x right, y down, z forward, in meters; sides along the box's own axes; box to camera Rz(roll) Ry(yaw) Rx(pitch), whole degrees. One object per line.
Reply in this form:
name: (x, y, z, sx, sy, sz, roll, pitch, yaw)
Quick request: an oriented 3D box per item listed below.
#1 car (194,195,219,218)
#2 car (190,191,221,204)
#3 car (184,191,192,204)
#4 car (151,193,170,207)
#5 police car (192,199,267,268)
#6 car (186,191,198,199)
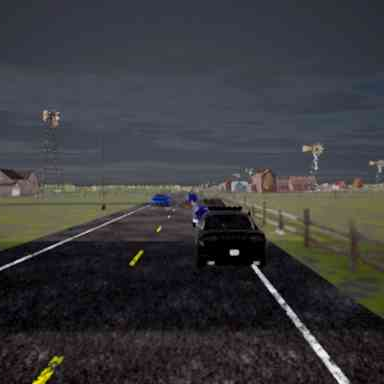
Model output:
car: (1.051, 1.055, 26.898, 1.801, 1.575, 5.366, 0, 1, 0)
car: (1.050, 1.040, 20.678, 2.097, 1.767, 4.553, 0, 1, 0)
car: (0.016, 0.863, 45.827, 1.812, 1.442, 4.674, 0, 1, 0)
car: (-3.579, 0.914, 38.599, 1.882, 1.535, 5.008, 0, 1, 0)
police car: (1.050, 1.259, 10.818, 1.930, 1.638, 5.238, 0, 1, 0)
car: (0.002, 0.580, 65.318, 2.128, 1.511, 4.902, 0, 1, 0)
